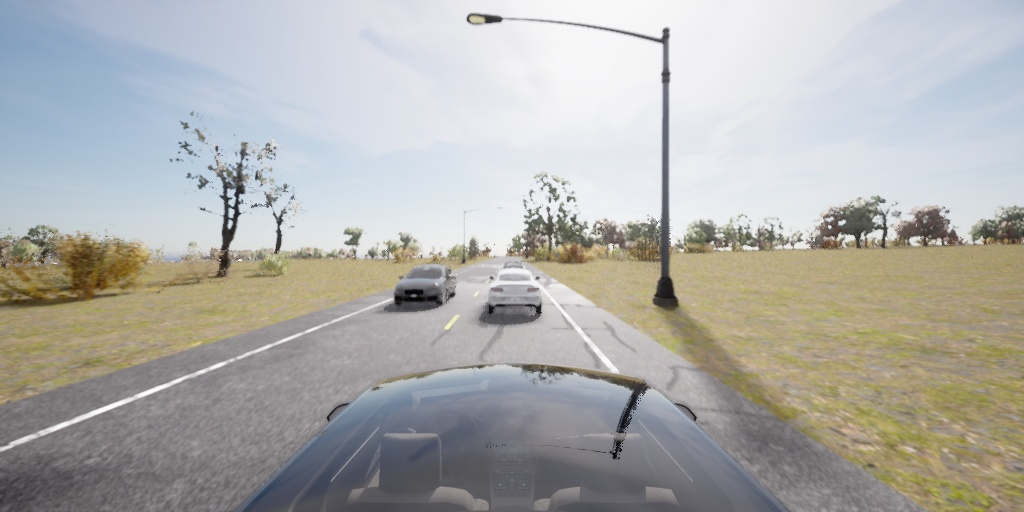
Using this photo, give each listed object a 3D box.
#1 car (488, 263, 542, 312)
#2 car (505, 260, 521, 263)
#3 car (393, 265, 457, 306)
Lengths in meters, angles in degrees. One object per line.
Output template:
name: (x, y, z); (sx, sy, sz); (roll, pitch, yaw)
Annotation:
car: (0.101, 1.179, 13.451); (1.812, 1.442, 4.674); (0, 0, 0)
car: (0.105, 1.080, 34.806); (1.895, 1.301, 4.718); (0, 0, 0)
car: (-3.498, 1.144, 15.196); (1.837, 1.490, 4.892); (0, 1, 0)
